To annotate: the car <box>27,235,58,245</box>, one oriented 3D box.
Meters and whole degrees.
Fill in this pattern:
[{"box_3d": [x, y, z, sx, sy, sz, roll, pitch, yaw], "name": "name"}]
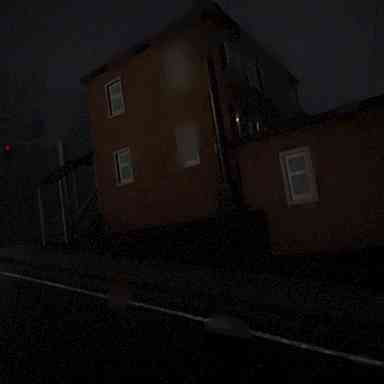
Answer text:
[{"box_3d": [-12.127, 4.599, 29.482, 2.128, 1.511, 4.902, -13, -12, 35], "name": "car"}]
